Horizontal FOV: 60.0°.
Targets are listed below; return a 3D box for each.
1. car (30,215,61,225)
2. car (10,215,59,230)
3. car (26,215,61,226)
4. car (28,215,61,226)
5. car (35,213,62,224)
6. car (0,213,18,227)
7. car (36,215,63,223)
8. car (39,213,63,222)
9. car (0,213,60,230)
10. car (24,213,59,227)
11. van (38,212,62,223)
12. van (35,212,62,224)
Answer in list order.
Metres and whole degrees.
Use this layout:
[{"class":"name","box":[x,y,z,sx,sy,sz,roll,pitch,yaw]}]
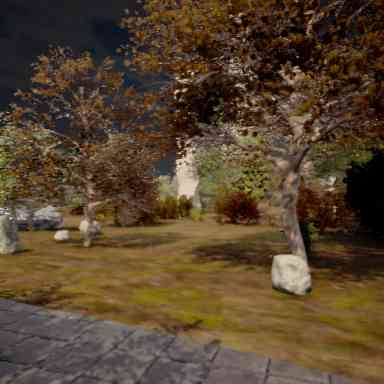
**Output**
[{"class":"car","box":[-24.702,4.754,56.313,4.792,1.488,2.163,-1,-3,-20]},{"class":"car","box":[-17.995,3.442,38.276,4.892,1.521,2.231,-1,-4,-20]},{"class":"car","box":[-22.769,4.414,51.162,4.674,1.452,2.002,-1,-3,-20]},{"class":"car","box":[-23.717,4.590,53.742,4.674,1.452,2.002,-1,-3,-20]},{"class":"car","box":[-27.613,5.103,64.176,4.553,1.767,2.185,-1,-3,-20]},{"class":"car","box":[-29.281,4.412,52.804,2.150,2.045,5.566,-1,-3,-20]},{"class":"car","box":[-28.496,5.378,66.638,4.892,1.521,2.231,-1,-3,-20]},{"class":"car","box":[-30.374,5.550,71.818,4.553,1.767,2.185,-1,-3,-20]},{"class":"car","box":[-16.103,3.049,33.119,4.892,1.521,2.231,-1,-4,-20]},{"class":"car","box":[-21.845,4.072,48.577,4.553,1.767,2.185,-1,-3,-20]},{"class":"van","box":[-29.561,5.306,69.194,4.442,1.987,1.878,-1,-3,-20]},{"class":"van","box":[-26.479,4.831,61.531,4.442,1.987,1.878,-1,-3,-20]}]
